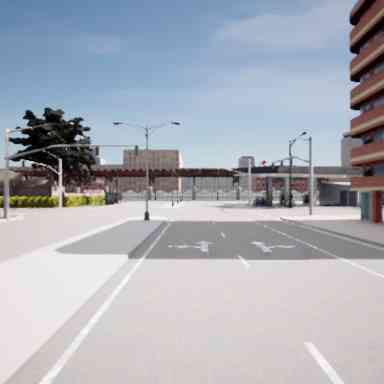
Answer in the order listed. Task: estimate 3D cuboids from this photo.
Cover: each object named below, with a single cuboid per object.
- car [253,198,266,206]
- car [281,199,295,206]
[{"bbox_3d":[13.222,1.914,64.859,2.242,1.667,4.611,0,-1,0],"label":"car"},{"bbox_3d":[18.967,2.082,65.618,1.970,1.475,3.806,0,-1,0],"label":"car"}]
